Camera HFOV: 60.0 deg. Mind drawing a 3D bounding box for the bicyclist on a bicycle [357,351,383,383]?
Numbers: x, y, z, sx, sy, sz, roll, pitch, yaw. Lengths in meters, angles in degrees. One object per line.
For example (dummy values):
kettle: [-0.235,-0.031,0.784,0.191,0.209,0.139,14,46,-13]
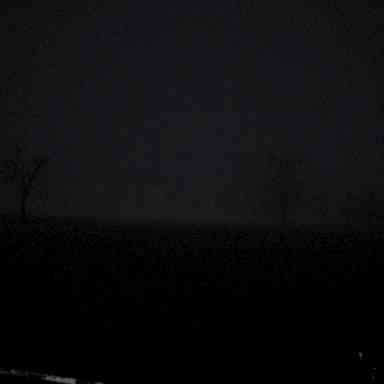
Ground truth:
bicyclist on a bicycle: [1.985,1.686,2.772,1.656,1.620,0.582,1,-3,12]
